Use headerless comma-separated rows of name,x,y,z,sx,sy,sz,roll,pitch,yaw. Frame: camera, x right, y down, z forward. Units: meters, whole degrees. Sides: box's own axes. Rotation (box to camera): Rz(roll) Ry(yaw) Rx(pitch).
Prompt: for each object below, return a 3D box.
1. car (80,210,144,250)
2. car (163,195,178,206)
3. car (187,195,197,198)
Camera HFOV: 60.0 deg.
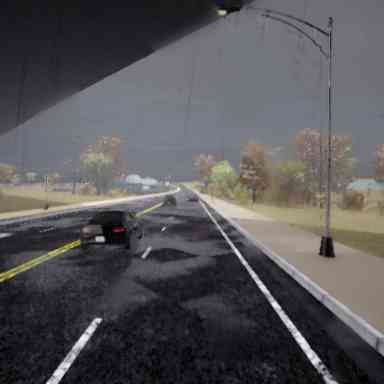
car,-3.151,1.442,13.691,1.812,1.442,4.674,0,0,0
car,-3.158,1.207,48.438,1.837,1.490,4.892,0,0,0
car,-0.007,0.922,46.528,1.994,1.385,4.181,0,0,0
